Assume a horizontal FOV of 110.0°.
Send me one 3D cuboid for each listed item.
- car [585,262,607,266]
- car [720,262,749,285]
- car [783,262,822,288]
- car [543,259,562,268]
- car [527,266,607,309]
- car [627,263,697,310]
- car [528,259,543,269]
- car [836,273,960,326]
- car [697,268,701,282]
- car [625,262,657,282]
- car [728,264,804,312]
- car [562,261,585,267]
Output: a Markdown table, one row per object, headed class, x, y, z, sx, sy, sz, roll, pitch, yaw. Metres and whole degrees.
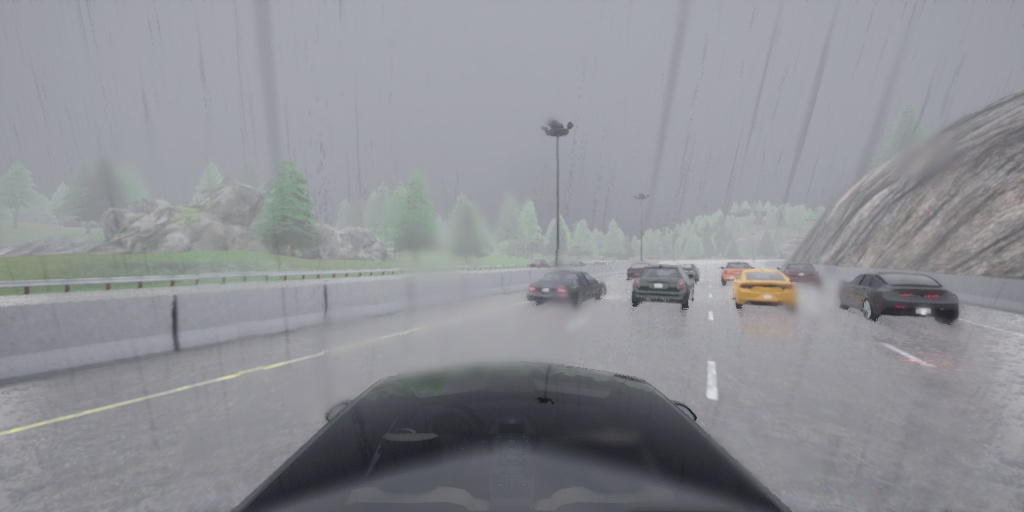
| class | x | y | z | sx | sy | sz | roll | pitch | yaw |
| --- | --- | --- | --- | --- | --- | --- | --- | --- | --- |
| car | 13.822 | 1.569 | 57.855 | 1.895 | 1.301 | 4.718 | 0 | 0 | 29 |
| car | 16.905 | 1.213 | 26.931 | 2.097 | 1.767 | 4.553 | 0 | 0 | 29 |
| car | 19.973 | 1.211 | 25.247 | 2.097 | 1.767 | 4.553 | 0 | 0 | 29 |
| car | 7.629 | 1.464 | 61.102 | 2.128 | 1.511 | 4.902 | 0 | 0 | 29 |
| car | 2.534 | 1.350 | 15.386 | 2.033 | 1.411 | 5.357 | 0 | 0 | 30 |
| car | 6.606 | 1.159 | 15.478 | 2.097 | 1.767 | 4.553 | 0 | 0 | 29 |
| car | 4.603 | 1.327 | 62.849 | 2.097 | 1.767 | 4.553 | 0 | 0 | 29 |
| car | 12.793 | 1.310 | 12.199 | 1.837 | 1.490 | 4.892 | 0 | 0 | 29 |
| car | 13.882 | 1.356 | 28.698 | 2.128 | 1.511 | 4.902 | 0 | 0 | 29 |
| car | 11.396 | 1.348 | 31.422 | 1.882 | 1.535 | 5.008 | 0 | 0 | 29 |
| car | 10.285 | 1.288 | 14.884 | 1.882 | 1.535 | 5.008 | 0 | 0 | 29 |
| car | 10.711 | 1.518 | 59.447 | 2.033 | 1.411 | 5.357 | 0 | 0 | 29 |
